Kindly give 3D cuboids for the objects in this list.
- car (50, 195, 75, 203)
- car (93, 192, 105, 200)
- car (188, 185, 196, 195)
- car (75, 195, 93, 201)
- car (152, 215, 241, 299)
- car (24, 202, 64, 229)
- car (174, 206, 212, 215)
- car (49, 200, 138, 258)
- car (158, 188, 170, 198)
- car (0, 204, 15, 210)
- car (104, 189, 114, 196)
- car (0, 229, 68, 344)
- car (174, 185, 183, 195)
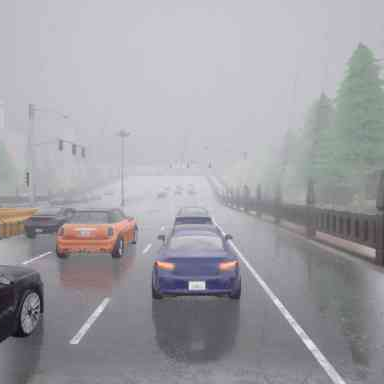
[{"bbox_3d":[-21.189,1.351,53.797,2.097,1.767,4.553,0,0,0],"label":"car"},{"bbox_3d":[-21.143,1.149,72.917,1.994,1.385,4.181,0,3,0],"label":"car"},{"bbox_3d":[-0.098,-0.069,86.023,1.882,1.535,5.008,0,7,0],"label":"car"},{"bbox_3d":[-21.159,1.507,63.181,2.033,1.411,5.357,0,1,0],"label":"car"},{"bbox_3d":[0.083,1.526,8.305,1.812,1.442,4.674,0,0,0],"label":"car"},{"bbox_3d":[-6.940,1.505,17.477,1.837,1.490,4.892,0,0,0],"label":"car"},{"bbox_3d":[0.062,1.478,17.636,1.882,1.535,5.008,0,0,0],"label":"car"},{"bbox_3d":[-3.428,1.352,12.836,2.097,1.767,4.553,0,0,0],"label":"car"},{"bbox_3d":[-7.118,0.564,80.082,1.837,1.490,4.892,0,6,0],"label":"car"},{"bbox_3d":[-21.614,1.547,34.883,5.357,1.411,2.033,0,0,-14],"label":"car"},{"bbox_3d":[-21.104,0.156,84.387,2.128,1.511,4.902,0,6,0],"label":"car"},{"bbox_3d":[-3.410,1.492,3.720,2.128,1.511,4.902,0,0,0],"label":"car"},{"bbox_3d":[-3.598,-0.047,86.036,1.837,1.490,4.892,0,7,0],"label":"car"}]
